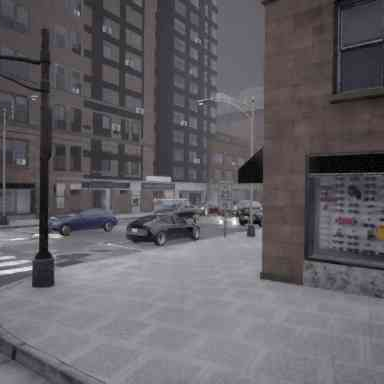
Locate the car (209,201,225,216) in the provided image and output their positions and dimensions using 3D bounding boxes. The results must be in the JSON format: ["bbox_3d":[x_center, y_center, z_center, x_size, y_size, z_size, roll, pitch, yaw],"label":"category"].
[{"bbox_3d":[1.431,1.646,34.807,1.967,1.590,4.097,0,0,36],"label":"car"}]

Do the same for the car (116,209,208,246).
[{"bbox_3d":[-1.323,1.764,16.449,1.947,1.339,4.313,0,0,36],"label":"car"}]

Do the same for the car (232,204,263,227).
[{"bbox_3d":[5.118,1.850,25.358,1.947,1.339,4.313,0,0,36],"label":"car"}]

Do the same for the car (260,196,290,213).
[{"bbox_3d":[10.918,1.574,43.480,2.150,2.045,5.566,1,0,33],"label":"car"}]

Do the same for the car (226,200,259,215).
[{"bbox_3d":[4.786,1.613,35.036,2.097,1.767,4.553,1,0,36],"label":"car"}]

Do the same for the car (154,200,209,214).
[{"bbox_3d":[-1.085,1.672,26.933,2.128,1.511,4.902,1,0,36],"label":"car"}]

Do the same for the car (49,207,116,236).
[{"bbox_3d":[-6.458,1.634,19.499,1.812,1.442,4.674,1,0,38],"label":"car"}]
